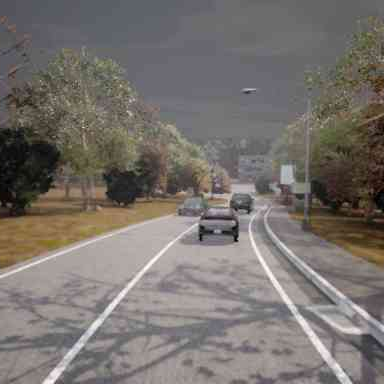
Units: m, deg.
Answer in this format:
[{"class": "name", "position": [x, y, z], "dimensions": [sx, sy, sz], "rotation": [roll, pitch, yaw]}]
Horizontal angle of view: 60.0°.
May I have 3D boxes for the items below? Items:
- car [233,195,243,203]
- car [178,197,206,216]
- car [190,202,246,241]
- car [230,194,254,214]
[{"class": "car", "position": [9.667, 1.368, 69.953], "dimensions": [1.837, 1.490, 4.892], "rotation": [1, 0, 9]}, {"class": "car", "position": [0.200, 1.254, 30.319], "dimensions": [2.097, 1.767, 4.553], "rotation": [1, 0, 13]}, {"class": "car", "position": [1.410, 1.471, 16.585], "dimensions": [2.128, 1.511, 4.902], "rotation": [1, 0, 7]}, {"class": "car", "position": [5.467, 1.209, 36.211], "dimensions": [2.150, 2.045, 5.566], "rotation": [1, 0, 15]}]
